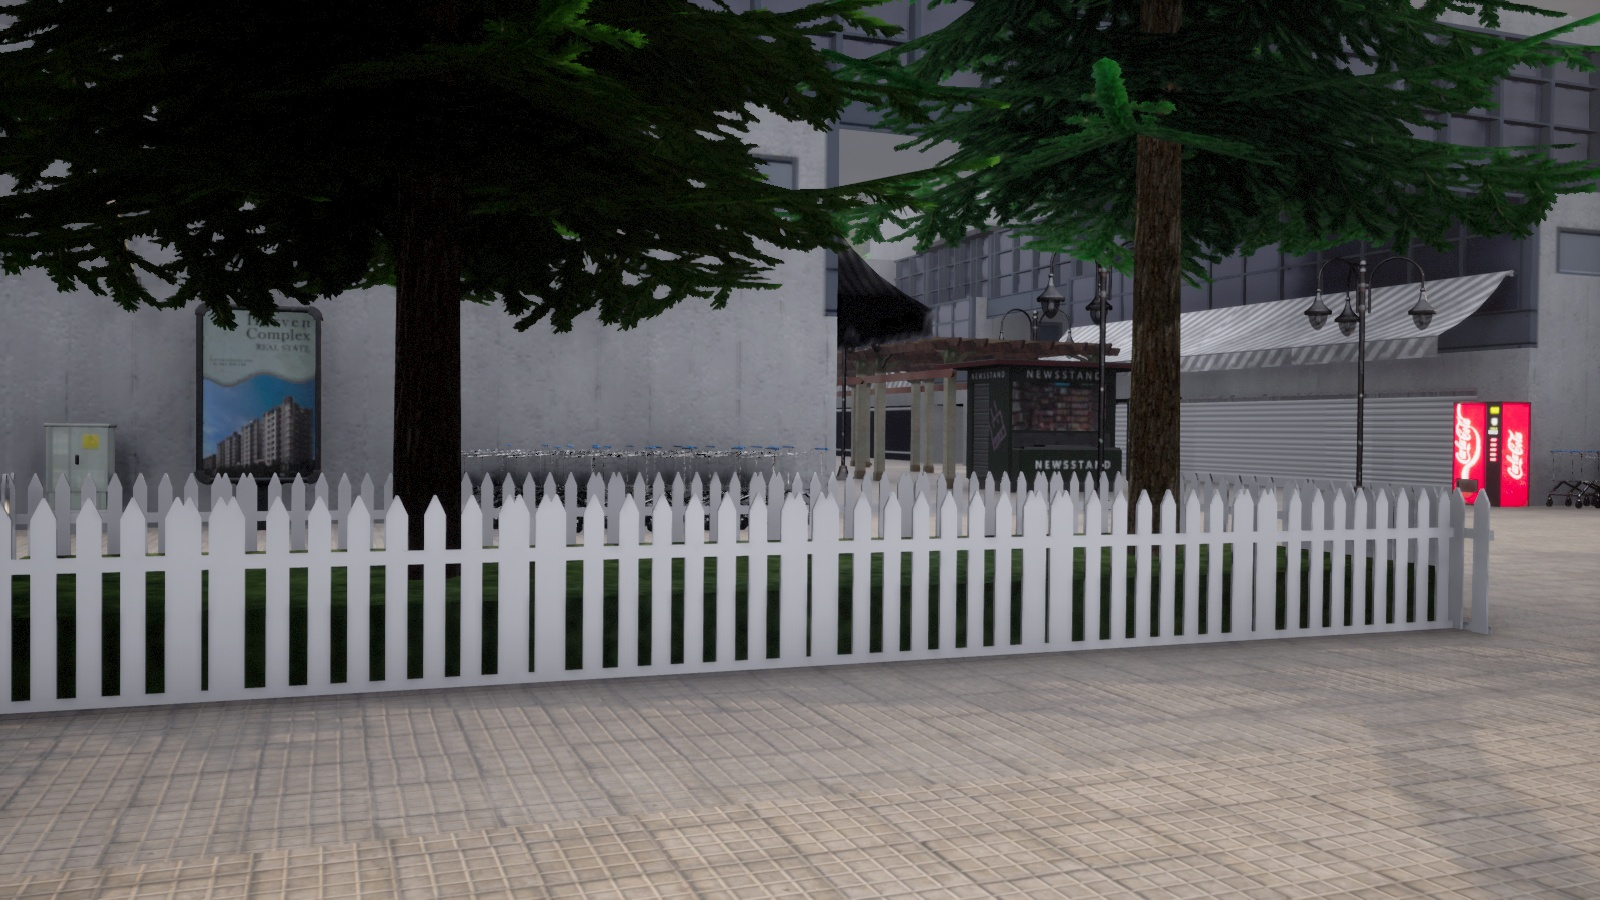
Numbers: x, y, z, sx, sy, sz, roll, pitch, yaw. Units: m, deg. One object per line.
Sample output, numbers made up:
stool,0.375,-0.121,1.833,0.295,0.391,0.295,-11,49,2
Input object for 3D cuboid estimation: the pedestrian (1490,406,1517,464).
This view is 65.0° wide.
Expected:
pedestrian,23.600,-0.501,42.148,0.395,1.930,0.692,-1,1,-43
